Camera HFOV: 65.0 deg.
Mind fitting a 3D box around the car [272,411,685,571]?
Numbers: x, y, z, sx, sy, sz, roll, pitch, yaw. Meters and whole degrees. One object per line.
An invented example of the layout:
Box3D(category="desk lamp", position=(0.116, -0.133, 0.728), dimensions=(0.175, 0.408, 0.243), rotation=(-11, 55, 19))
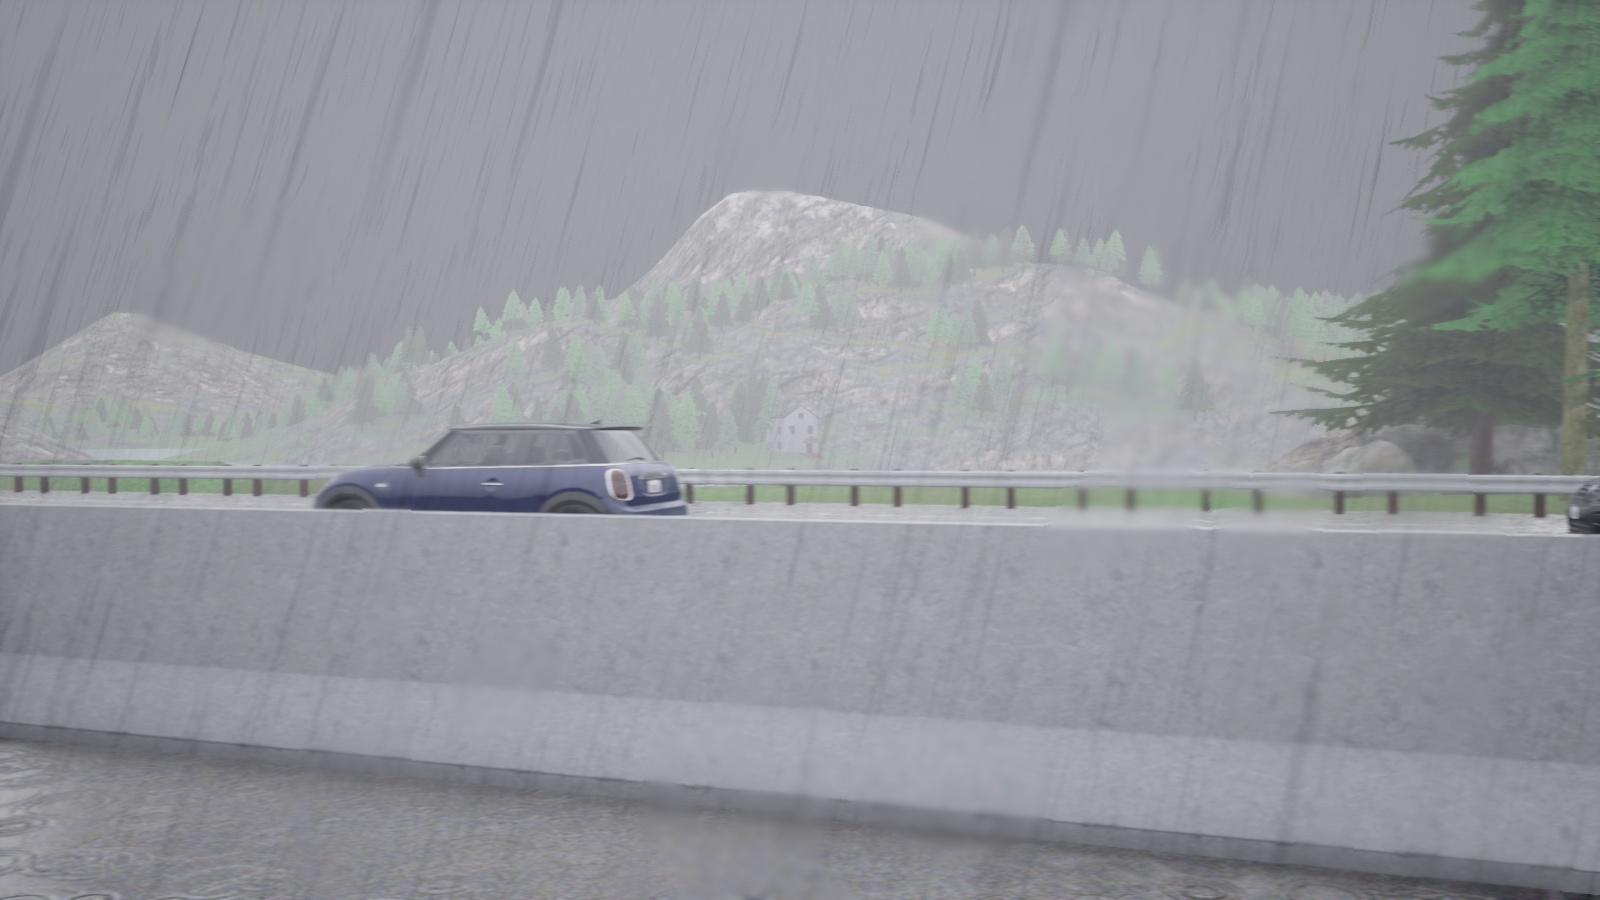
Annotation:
Box3D(category="car", position=(-3.952, 0.419, 15.599), dimensions=(4.553, 1.767, 2.097), rotation=(1, 1, 19))

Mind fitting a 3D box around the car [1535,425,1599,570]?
Box3D(category="car", position=(10.878, 0.537, 14.325), dimensions=(3.988, 1.617, 1.851), rotation=(1, 1, 18))
